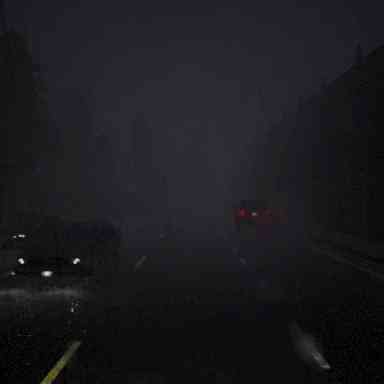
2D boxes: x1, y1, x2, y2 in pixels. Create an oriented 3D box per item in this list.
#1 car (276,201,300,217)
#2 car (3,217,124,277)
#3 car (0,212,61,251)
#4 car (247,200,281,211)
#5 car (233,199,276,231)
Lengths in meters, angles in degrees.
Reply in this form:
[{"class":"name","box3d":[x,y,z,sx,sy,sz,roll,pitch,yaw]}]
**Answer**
[{"class":"car","box3d":[10.393,1.744,37.149,2.097,1.767,4.553,0,-1,38]},{"class":"car","box3d":[-3.582,1.663,10.887,2.033,1.411,5.357,0,-1,0]},{"class":"car","box3d":[-6.969,1.645,14.447,2.128,1.511,4.902,0,-1,2]},{"class":"car","box3d":[11.236,2.038,51.820,4.902,1.511,2.128,0,-1,-31]},{"class":"car","box3d":[4.052,1.465,22.790,2.150,2.045,5.566,0,0,6]}]
